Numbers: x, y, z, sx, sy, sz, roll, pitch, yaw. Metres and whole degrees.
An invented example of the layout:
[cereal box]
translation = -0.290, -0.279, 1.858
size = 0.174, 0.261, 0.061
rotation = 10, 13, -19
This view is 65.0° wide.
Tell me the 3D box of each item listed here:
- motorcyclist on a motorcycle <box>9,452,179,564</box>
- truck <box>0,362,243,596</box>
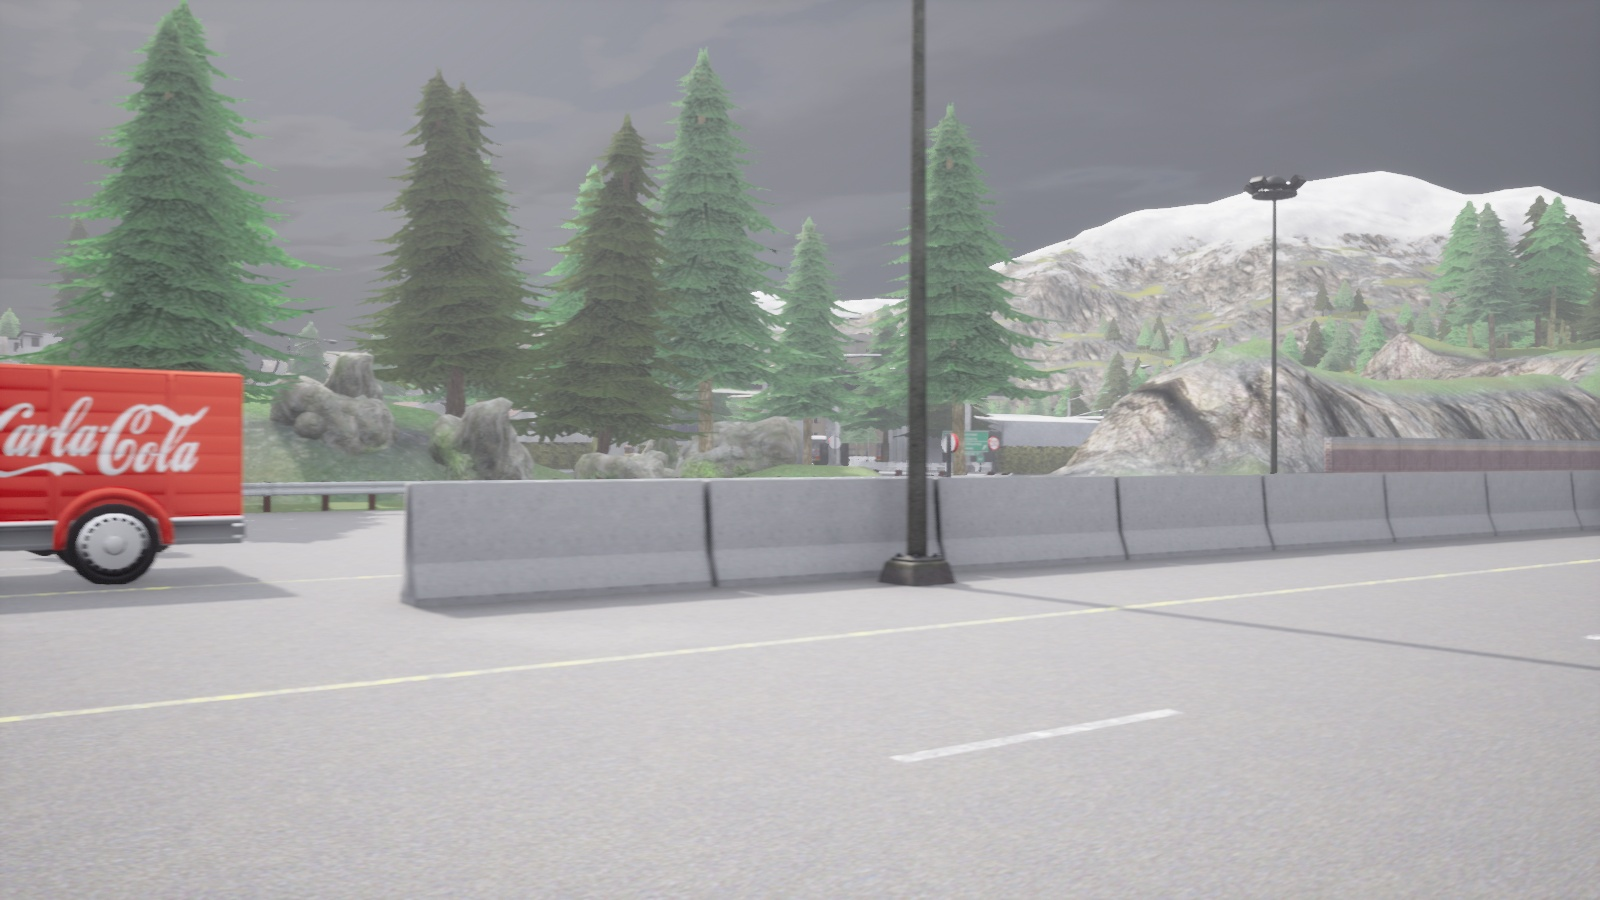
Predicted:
[motorcyclist on a motorcycle]
translation = -10.074, 0.796, 17.945
size = 2.044, 1.523, 0.797
rotation = 1, -1, -35
[truck]
translation = -9.364, 0.313, 14.201
size = 5.204, 2.467, 2.627
rotation = 0, 0, -35
